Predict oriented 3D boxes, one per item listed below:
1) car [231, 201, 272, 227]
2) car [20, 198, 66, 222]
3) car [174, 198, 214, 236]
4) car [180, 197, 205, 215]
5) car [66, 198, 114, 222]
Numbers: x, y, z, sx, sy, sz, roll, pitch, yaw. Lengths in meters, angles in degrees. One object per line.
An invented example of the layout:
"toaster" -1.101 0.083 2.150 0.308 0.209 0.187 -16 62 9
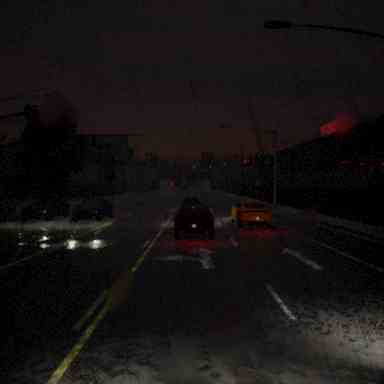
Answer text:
"car" 3.607 1.266 20.712 1.882 1.535 5.008 0 0 0
"car" -10.512 1.217 24.185 1.882 1.535 5.008 0 1 0
"car" 0.106 1.308 17.193 1.882 1.535 5.008 0 1 0
"car" -0.070 1.197 30.206 1.994 1.385 4.181 0 1 -4
"car" -7.015 1.218 23.911 1.882 1.535 5.008 0 0 0
